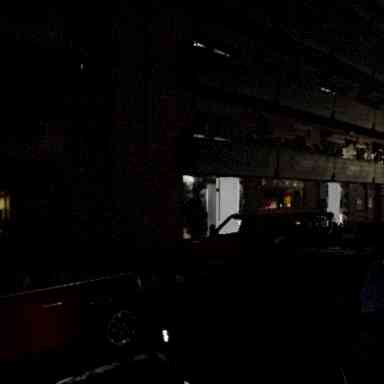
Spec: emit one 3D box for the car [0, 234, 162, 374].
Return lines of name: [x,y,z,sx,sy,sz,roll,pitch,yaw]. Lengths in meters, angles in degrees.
car: [-2.719,1.484,4.583,4.097,1.590,1.967,0,0,-38]

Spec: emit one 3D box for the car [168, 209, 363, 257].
car: [1.747,1.386,8.022,5.009,1.841,2.192,0,0,-38]

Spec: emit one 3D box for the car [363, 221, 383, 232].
car: [6.212,1.679,11.461,4.206,1.307,1.802,0,0,-38]

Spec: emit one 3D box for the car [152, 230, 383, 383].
car: [2.113,1.591,4.909,5.357,1.411,2.033,0,-1,-38]
